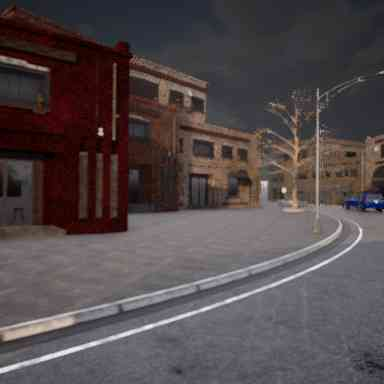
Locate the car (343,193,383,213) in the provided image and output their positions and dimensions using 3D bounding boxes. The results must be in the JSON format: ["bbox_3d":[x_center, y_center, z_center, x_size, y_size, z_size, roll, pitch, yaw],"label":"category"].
[{"bbox_3d":[18.684,1.115,36.383,2.150,2.045,5.566,1,0,0],"label":"car"}]

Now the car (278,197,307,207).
[{"bbox_3d":[13.825,1.389,45.673,1.895,1.301,4.718,1,0,-14],"label":"car"}]
